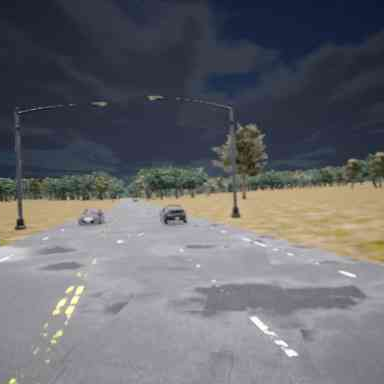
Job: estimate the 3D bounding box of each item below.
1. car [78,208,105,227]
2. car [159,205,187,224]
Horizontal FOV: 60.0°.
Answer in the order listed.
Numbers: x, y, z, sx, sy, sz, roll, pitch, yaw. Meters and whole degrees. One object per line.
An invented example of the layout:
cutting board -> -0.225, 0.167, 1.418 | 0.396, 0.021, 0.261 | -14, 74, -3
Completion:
car -> -8.958, 2.183, 29.860 | 2.128, 1.511, 4.902 | -2, -1, -10
car -> -1.678, 1.879, 28.697 | 1.837, 1.490, 4.892 | -2, -1, -11
